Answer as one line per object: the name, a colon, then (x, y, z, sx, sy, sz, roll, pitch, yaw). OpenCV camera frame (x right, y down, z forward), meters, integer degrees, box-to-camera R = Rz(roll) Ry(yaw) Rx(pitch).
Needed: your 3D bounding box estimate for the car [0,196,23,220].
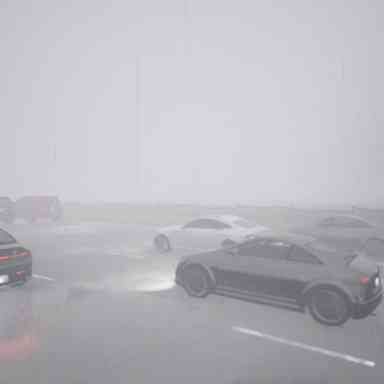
car: (-14.291, 1.304, 22.787, 5.566, 2.045, 2.150, 0, 0, 36)

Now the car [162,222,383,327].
car: (1.663, 1.573, 7.104, 4.181, 1.385, 1.994, 0, 0, 36)

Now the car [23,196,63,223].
car: (-12.253, 1.304, 25.633, 5.566, 2.045, 2.150, 0, 0, 36)

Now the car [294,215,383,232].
car: (5.639, 1.573, 12.869, 4.181, 1.385, 1.994, 0, 0, 36)

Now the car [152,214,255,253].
car: (0.678, 1.547, 12.092, 4.674, 1.442, 1.812, 0, 0, 35)

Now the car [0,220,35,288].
car: (-5.834, 1.536, 8.157, 4.892, 1.490, 1.837, 0, 0, 35)
